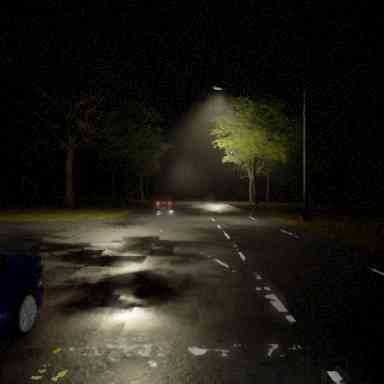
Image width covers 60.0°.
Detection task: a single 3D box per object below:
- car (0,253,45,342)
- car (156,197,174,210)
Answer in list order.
[{"bbox_3d":[-3.499,1.483,3.756,1.882,1.535,5.008,0,0,0],"label":"car"},{"bbox_3d":[-3.533,1.435,43.554,2.097,1.767,4.553,0,0,0],"label":"car"}]
